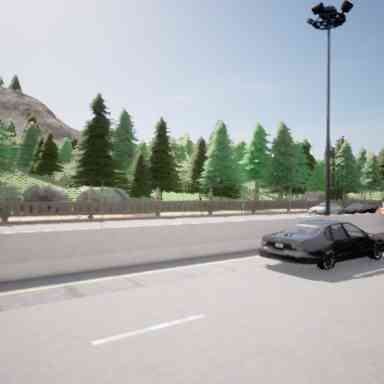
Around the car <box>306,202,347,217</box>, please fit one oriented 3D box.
[{"bbox_3d":[14.564,1.885,35.884,4.674,1.442,1.812,1,0,-35],"label":"car"}]

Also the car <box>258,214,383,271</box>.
[{"bbox_3d":[4.635,1.661,11.361,5.357,1.411,2.033,1,0,-36],"label":"car"}]
